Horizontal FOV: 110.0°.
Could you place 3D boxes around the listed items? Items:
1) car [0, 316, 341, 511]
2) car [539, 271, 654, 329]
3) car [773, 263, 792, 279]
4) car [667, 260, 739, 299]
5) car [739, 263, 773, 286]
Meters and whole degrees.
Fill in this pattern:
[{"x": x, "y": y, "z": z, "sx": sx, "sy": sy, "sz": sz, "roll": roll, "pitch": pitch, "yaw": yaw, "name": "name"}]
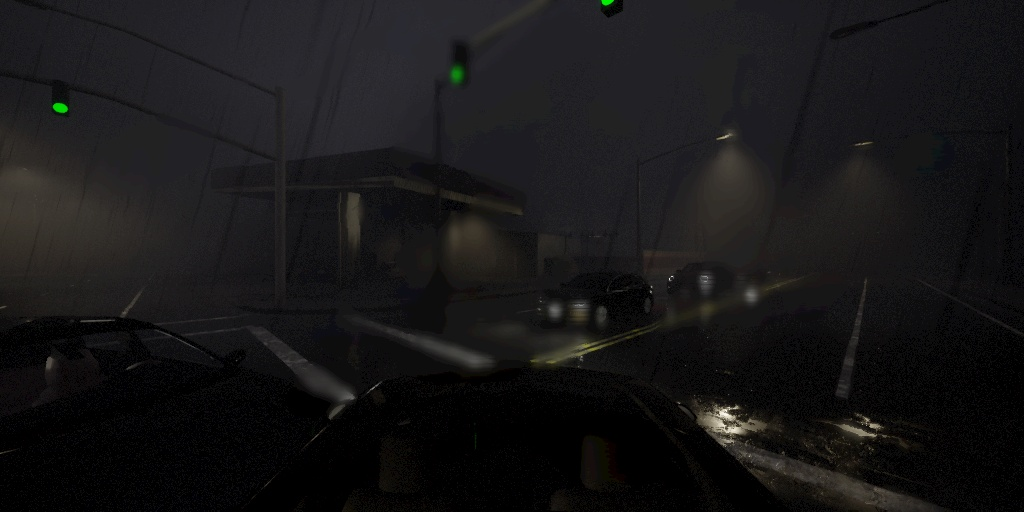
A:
[{"x": -3.420, "y": 1.242, "z": 2.520, "sx": 4.902, "sy": 1.511, "sz": 2.128, "roll": 0, "pitch": 0, "yaw": 15, "name": "car"}, {"x": 2.883, "y": 1.255, "z": 11.538, "sx": 1.837, "sy": 1.490, "sz": 4.892, "roll": 0, "pitch": 0, "yaw": 45, "name": "car"}, {"x": 23.784, "y": 1.314, "z": 32.344, "sx": 4.181, "sy": 1.385, "sz": 1.994, "roll": 0, "pitch": 0, "yaw": -45, "name": "car"}, {"x": 9.722, "y": 1.102, "z": 18.382, "sx": 4.553, "sy": 1.767, "sz": 2.097, "roll": 0, "pitch": 0, "yaw": -45, "name": "car"}, {"x": 16.650, "y": 1.314, "z": 25.292, "sx": 1.994, "sy": 1.385, "sz": 4.181, "roll": 0, "pitch": 0, "yaw": 44, "name": "car"}]
